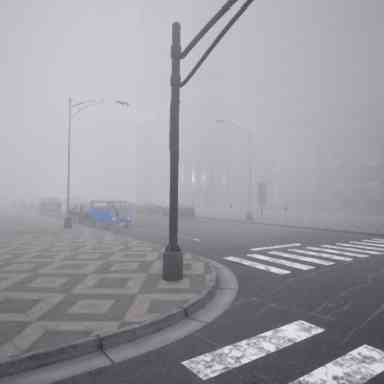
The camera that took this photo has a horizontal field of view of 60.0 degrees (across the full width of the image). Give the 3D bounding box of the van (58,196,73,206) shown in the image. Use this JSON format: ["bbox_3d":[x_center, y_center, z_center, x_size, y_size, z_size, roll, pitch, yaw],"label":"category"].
[{"bbox_3d":[-23.778,1.655,62.254,1.690,1.788,3.998,1,-1,-35],"label":"van"}]

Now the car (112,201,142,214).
[{"bbox_3d":[-7.835,1.752,39.691,1.887,1.381,4.507,1,-1,-35],"label":"car"}]

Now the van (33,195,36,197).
[{"bbox_3d":[-36.534,1.741,80.303,1.690,1.788,3.998,1,-1,-35],"label":"van"}]

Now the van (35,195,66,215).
[{"bbox_3d":[-14.826,1.397,34.775,1.690,1.788,3.998,1,-1,-35],"label":"van"}]

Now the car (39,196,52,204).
[{"bbox_3d":[-33.347,1.818,75.790,1.967,1.590,4.097,1,-1,-35],"label":"car"}]

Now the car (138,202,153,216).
[{"bbox_3d":[-4.646,1.731,35.179,1.887,1.381,4.507,1,-1,-35],"label":"car"}]

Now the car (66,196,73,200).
[{"bbox_3d":[-20.589,1.607,57.742,2.192,1.841,5.009,1,-1,-35],"label":"car"}]

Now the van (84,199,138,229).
[{"bbox_3d":[-5.265,1.336,21.236,1.690,1.788,3.998,1,-1,-35],"label":"van"}]

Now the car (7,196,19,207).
[{"bbox_3d":[-27.576,1.692,52.825,2.008,1.369,4.403,1,-1,-35],"label":"car"}]

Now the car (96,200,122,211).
[{"bbox_3d":[-11.122,1.754,44.342,1.752,1.417,4.829,1,-1,-35],"label":"car"}]

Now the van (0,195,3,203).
[{"bbox_3d":[-46.697,1.613,79.905,1.690,1.788,3.998,1,-1,-35],"label":"van"}]

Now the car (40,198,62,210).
[{"bbox_3d":[-19.712,1.658,46.500,1.837,1.490,4.892,1,-1,-35],"label":"car"}]

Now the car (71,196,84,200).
[{"bbox_3d":[-17.402,1.816,53.228,1.887,1.381,4.507,1,-1,-35],"label":"car"}]

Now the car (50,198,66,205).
[{"bbox_3d":[-26.969,1.886,66.764,2.008,1.369,4.403,1,-1,-35],"label":"car"}]

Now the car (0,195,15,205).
[{"bbox_3d":[-37.039,1.731,66.225,1.752,1.417,4.829,1,-1,-35],"label":"car"}]

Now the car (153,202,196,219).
[{"bbox_3d":[-1.457,1.710,30.667,1.887,1.381,4.507,1,-1,-35],"label":"car"}]

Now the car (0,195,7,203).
[{"bbox_3d":[-43.509,1.564,75.392,2.192,1.841,5.009,1,-1,-35],"label":"car"}]

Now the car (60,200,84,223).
[{"bbox_3d":[-8.454,1.559,25.747,1.887,1.381,4.507,1,-1,-35],"label":"car"}]

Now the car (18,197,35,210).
[{"bbox_3d":[-21.203,1.681,43.798,1.802,1.307,4.206,1,-1,-35],"label":"car"}]
